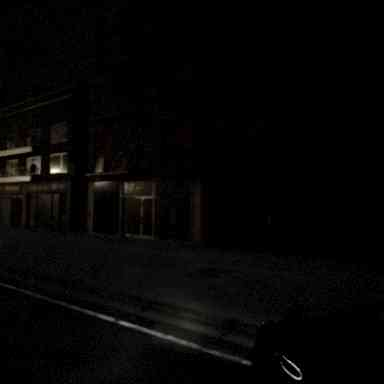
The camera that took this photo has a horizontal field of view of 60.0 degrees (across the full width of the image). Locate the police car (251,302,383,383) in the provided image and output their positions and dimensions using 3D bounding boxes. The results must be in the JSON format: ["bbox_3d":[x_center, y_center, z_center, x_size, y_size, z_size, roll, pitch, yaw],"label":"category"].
[{"bbox_3d":[3.039,1.575,2.572,5.238,1.638,1.930,-1,-3,36],"label":"police car"}]
